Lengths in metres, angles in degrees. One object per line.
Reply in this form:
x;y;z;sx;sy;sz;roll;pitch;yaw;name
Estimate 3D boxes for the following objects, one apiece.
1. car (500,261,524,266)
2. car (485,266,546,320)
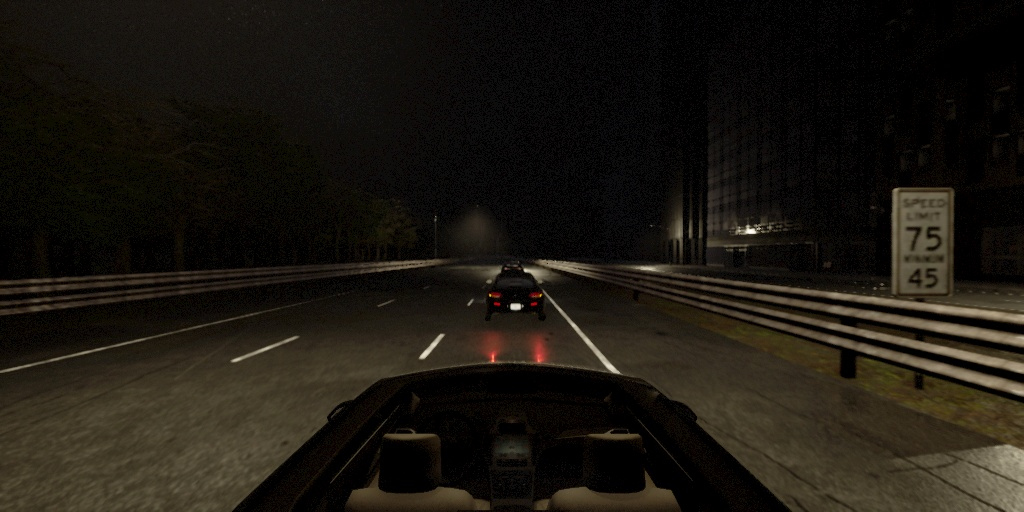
0.012;1.195;30.215;2.128;1.511;4.902;0;0;0;car
0.100;1.247;12.321;1.812;1.442;4.674;0;0;0;car
